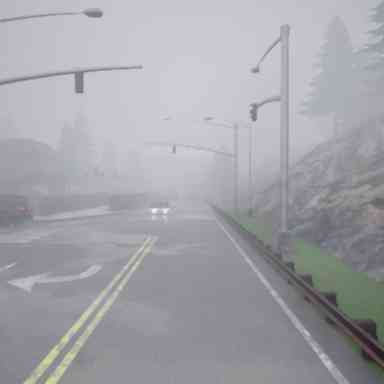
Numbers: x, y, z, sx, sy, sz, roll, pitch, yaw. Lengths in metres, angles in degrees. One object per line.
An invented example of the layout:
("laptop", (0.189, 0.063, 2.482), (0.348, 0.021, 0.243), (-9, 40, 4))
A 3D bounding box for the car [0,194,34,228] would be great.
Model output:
("car", (-12.934, 1.155, 20.842), (5.566, 2.045, 2.150), (0, 1, -4))

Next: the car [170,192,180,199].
("car", (-3.495, 0.706, 69.315), (1.837, 1.490, 4.892), (0, 1, 0))

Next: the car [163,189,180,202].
("car", (-3.540, 0.587, 55.989), (2.150, 2.045, 5.566), (0, 0, 0))

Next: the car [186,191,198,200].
("car", (0.005, 0.628, 63.533), (2.097, 1.767, 4.553), (0, 1, 0))

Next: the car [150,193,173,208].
("car", (-3.588, 1.129, 38.129), (1.994, 1.385, 4.181), (0, 1, 0))
